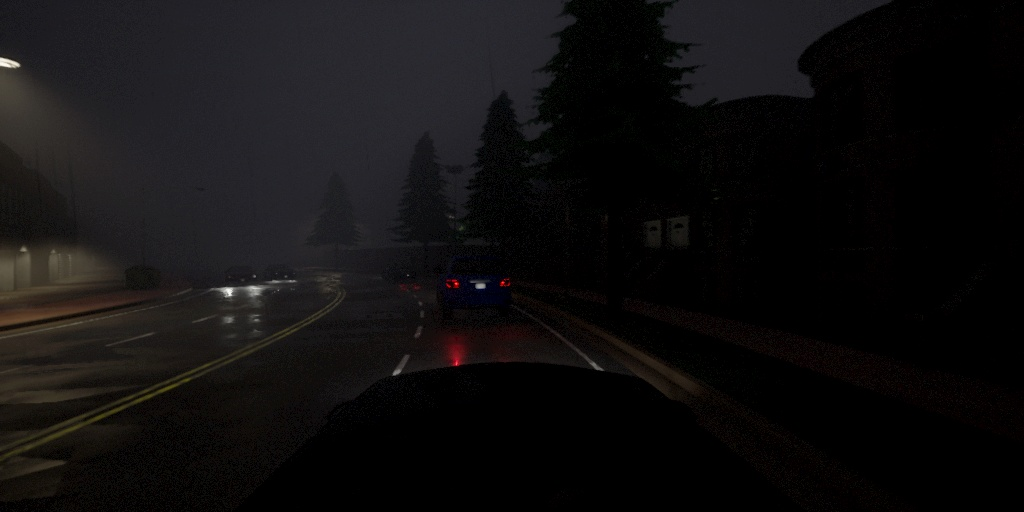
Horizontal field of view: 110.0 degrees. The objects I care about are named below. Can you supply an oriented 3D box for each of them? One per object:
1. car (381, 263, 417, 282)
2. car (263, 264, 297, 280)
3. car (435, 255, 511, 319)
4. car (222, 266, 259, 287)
[{"bbox_3d":[-9.574,1.322,30.257,2.128,1.511,4.902,0,0,-35],"label":"car"},{"bbox_3d":[-21.958,1.481,33.808,2.033,1.411,5.357,0,0,-44],"label":"car"},{"bbox_3d":[-1.565,0.985,13.165,2.150,2.045,5.566,0,0,-14],"label":"car"},{"bbox_3d":[-20.300,1.445,26.781,1.812,1.442,4.674,0,0,-41],"label":"car"}]
